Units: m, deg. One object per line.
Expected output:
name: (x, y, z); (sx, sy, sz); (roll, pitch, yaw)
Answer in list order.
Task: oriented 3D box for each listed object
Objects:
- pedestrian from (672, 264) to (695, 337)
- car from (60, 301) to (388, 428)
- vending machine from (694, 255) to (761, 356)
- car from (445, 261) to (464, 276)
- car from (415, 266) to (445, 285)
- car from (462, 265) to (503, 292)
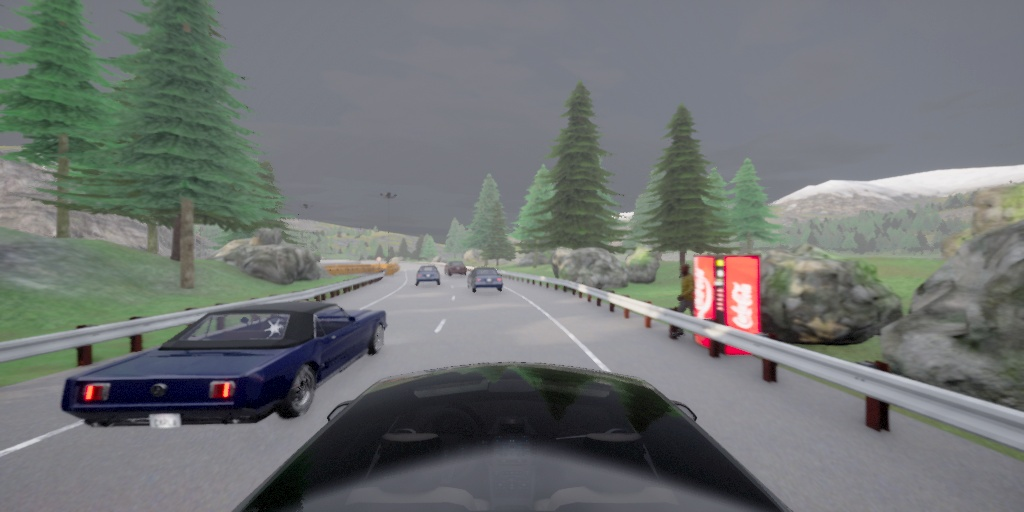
pedestrian: (4.177, 1.068, 8.577); (0.375, 1.860, 0.375); (0, 0, -3)
car: (-3.582, 1.392, 5.839); (1.895, 1.301, 4.718); (0, 0, -2)
vending machine: (4.682, 0.963, 7.858); (1.100, 2.100, 0.880); (0, 0, -3)
car: (-6.515, 1.374, 41.243); (2.097, 1.767, 4.553); (0, 0, -17)
car: (-6.652, 1.491, 28.452); (2.033, 1.411, 5.357); (0, 0, -13)
car: (-1.792, 1.434, 22.704); (2.033, 1.411, 5.357); (0, 0, -11)
